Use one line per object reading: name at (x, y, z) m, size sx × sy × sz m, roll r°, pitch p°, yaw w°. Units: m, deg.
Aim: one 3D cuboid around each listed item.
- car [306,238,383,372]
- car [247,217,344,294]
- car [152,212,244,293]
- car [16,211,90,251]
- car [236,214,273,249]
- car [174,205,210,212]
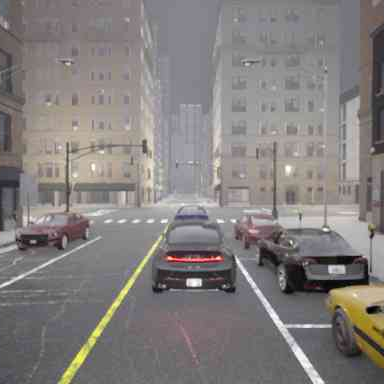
car at (2.859, 1.523, 3.203) m, size 1.752 × 1.417 × 4.829 m, roll -1°, pitch 0°, yaw 0°
car at (2.846, 1.560, 8.619) m, size 1.947 × 1.339 × 4.313 m, roll -1°, pitch 0°, yaw 0°
car at (0.049, 1.499, 8.847) m, size 1.837 × 1.490 × 4.892 m, roll 0°, pitch 0°, yaw 0°
car at (-5.713, 1.535, 14.181) m, size 1.887 × 1.381 × 4.507 m, roll -1°, pitch 0°, yaw 0°
car at (2.832, 1.572, 14.205) m, size 1.802 × 1.307 × 4.206 m, roll -1°, pitch 0°, yaw 0°
car at (-0.009, 1.465, 18.797) m, size 1.882 × 1.535 × 5.008 m, roll 0°, pitch 0°, yaw 0°
